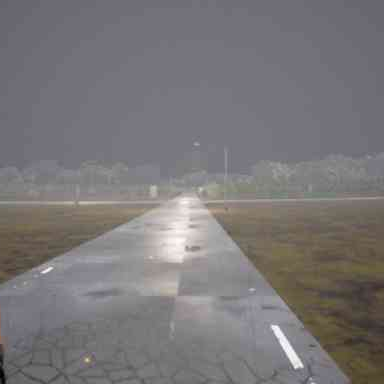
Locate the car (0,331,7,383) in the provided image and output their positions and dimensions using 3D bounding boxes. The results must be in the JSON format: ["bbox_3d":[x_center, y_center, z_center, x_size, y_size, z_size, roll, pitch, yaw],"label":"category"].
[{"bbox_3d":[-2.837,1.352,1.296,2.097,1.767,4.553,0,0,0],"label":"car"}]
